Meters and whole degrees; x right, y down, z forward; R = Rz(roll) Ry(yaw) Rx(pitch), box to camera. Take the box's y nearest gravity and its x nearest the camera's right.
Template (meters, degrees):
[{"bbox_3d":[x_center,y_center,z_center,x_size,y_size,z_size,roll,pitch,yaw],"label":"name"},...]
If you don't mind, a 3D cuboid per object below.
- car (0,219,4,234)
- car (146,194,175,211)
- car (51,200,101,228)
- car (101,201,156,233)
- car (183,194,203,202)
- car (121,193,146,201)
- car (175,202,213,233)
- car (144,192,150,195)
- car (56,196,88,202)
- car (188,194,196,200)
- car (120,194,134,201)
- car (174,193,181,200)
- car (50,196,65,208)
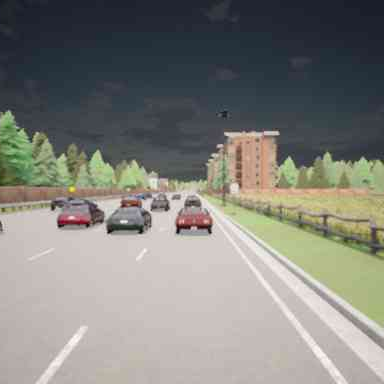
[{"bbox_3d":[-10.399,1.465,14.951,1.994,1.385,4.181,0,0,0],"label":"car"},{"bbox_3d":[-3.399,1.250,36.540,2.128,1.511,4.902,0,0,0],"label":"car"},{"bbox_3d":[-6.898,1.425,21.053,1.994,1.385,4.181,0,0,0],"label":"car"},{"bbox_3d":[-3.399,1.441,18.620,1.994,1.385,4.181,0,0,0],"label":"car"},{"bbox_3d":[0.101,1.263,36.614,1.837,1.490,4.892,0,0,0],"label":"car"},{"bbox_3d":[-6.898,1.226,38.133,1.882,1.535,5.008,0,0,0],"label":"car"},{"bbox_3d":[0.101,1.478,18.639,1.895,1.301,4.718,0,0,0],"label":"car"},{"bbox_3d":[-10.498,1.017,68.652,1.882,1.535,5.008,0,0,0],"label":"car"},{"bbox_3d":[-10.398,1.342,31.124,2.033,1.411,5.357,0,0,0],"label":"car"},{"bbox_3d":[0.001,1.094,76.182,1.895,1.301,4.718,0,0,0],"label":"car"},{"bbox_3d":[-13.998,1.065,72.019,2.033,1.411,5.357,0,0,0],"label":"car"},{"bbox_3d":[-3.499,1.024,76.152,2.128,1.511,4.902,0,0,0],"label":"car"},{"bbox_3d":[-13.898,1.263,36.644,1.837,1.490,4.892,0,0,0],"label":"car"}]
